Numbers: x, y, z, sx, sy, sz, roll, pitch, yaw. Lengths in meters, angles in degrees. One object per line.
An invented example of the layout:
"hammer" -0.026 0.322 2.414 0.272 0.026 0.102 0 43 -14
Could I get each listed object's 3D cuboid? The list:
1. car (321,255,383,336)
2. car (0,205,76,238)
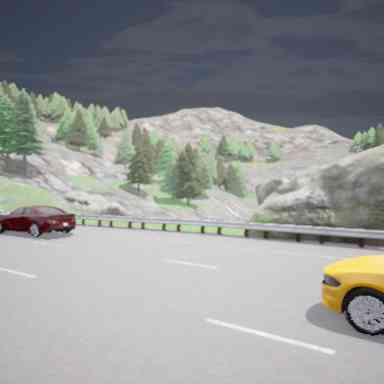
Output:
"car" 4.571 1.464 4.937 5.008 1.535 1.882 0 0 36
"car" -8.280 1.419 17.414 5.008 1.535 1.882 0 0 30
